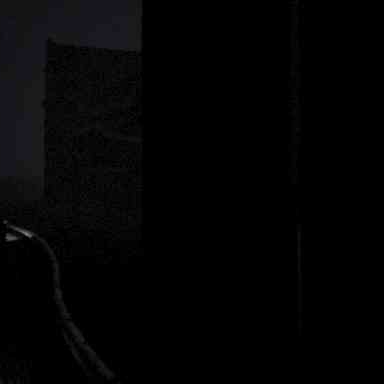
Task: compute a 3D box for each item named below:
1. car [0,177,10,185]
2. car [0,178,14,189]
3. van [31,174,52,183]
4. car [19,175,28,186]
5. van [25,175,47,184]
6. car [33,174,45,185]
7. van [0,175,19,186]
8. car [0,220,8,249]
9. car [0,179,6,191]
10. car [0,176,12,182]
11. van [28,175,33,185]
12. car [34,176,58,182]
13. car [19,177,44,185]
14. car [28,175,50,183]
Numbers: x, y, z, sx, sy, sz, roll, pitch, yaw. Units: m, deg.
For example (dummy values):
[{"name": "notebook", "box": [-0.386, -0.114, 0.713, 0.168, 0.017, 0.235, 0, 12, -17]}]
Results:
[{"name": "car", "box": [-39.531, -2.301, 68.818, 1.882, 1.535, 5.008, 0, 4, -11]}, {"name": "car", "box": [-31.373, -1.029, 52.114, 5.366, 1.575, 1.946, 0, 4, -31]}, {"name": "van", "box": [-37.084, -3.327, 81.965, 4.442, 1.987, 1.878, 0, 4, -31]}, {"name": "car", "box": [-32.384, -1.692, 58.142, 5.566, 2.045, 2.435, 0, 4, -31]}, {"name": "van", "box": [-35.733, -2.914, 76.126, 4.442, 1.987, 1.878, 0, 4, -31]}, {"name": "car", "box": [-34.652, -2.523, 70.112, 5.566, 2.045, 2.435, 0, 4, -31]}, {"name": "van", "box": [-31.687, -1.461, 55.242, 4.442, 1.987, 1.878, 0, 4, -31]}, {"name": "car", "box": [-6.877, 1.273, 10.228, 2.033, 1.411, 5.357, 1, 1, -26]}, {"name": "car", "box": [-30.637, -0.779, 49.230, 4.674, 1.452, 2.002, 0, 4, -31]}, {"name": "car", "box": [-44.873, -3.137, 79.315, 1.895, 1.301, 4.718, 0, 4, -11]}, {"name": "van", "box": [-33.617, -2.082, 64.065, 4.442, 1.987, 1.878, 0, 4, -31]}, {"name": "car", "box": [-37.413, -3.314, 85.128, 5.366, 1.575, 1.946, 0, 4, -31]}, {"name": "car", "box": [-35.265, -2.479, 73.091, 4.892, 1.521, 2.231, 0, 4, -31]}, {"name": "car", "box": [-36.441, -3.021, 79.039, 4.553, 1.767, 2.185, 0, 4, -31]}]
